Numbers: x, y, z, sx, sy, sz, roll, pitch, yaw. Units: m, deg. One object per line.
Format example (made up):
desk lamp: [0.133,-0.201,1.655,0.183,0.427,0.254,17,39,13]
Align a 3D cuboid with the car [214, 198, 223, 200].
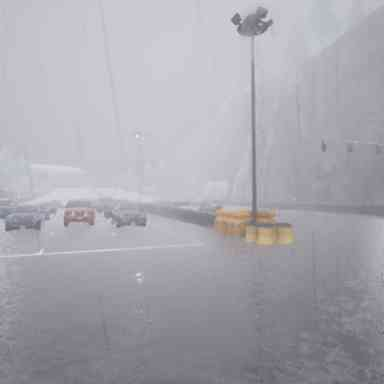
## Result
car: [4.612,1.889,62.394,1.882,1.535,5.008,0,0,-19]

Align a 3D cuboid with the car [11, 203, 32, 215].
car: [-22.376,2.164,43.813,1.895,1.301,4.718,0,0,-19]

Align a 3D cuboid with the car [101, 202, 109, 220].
car: [-7.789,2.021,33.756,1.895,1.301,4.718,0,0,-19]

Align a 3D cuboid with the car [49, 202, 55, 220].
car: [-14.514,1.964,31.775,1.837,1.490,4.892,0,0,-19]

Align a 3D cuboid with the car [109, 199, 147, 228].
car: [-4.817,1.679,25.271,2.097,1.767,4.553,0,0,-19]

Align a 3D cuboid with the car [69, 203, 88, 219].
car: [-12.294,1.999,36.079,1.812,1.442,4.674,0,0,-19]

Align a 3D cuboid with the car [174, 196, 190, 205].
car: [-2.098,1.723,71.063,2.097,1.767,4.553,0,0,-19]

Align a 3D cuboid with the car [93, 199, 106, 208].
car: [-16.579,2.006,59.409,1.882,1.535,5.008,0,0,-19]

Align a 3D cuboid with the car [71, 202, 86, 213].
car: [-15.740,2.127,46.040,1.895,1.301,4.718,0,0,-19]

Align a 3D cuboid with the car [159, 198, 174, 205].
car: [-5.414,1.938,69.946,1.994,1.385,4.181,0,0,-19]

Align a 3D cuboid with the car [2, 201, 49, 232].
car: [-11.588,1.720,23.423,2.097,1.767,4.553,0,0,-19]

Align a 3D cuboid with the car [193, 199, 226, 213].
car: [2.090,1.897,37.922,1.812,1.442,4.674,0,0,-19]

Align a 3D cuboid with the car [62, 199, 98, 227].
car: [-9.094,1.596,26.864,2.150,2.045,5.566,0,0,-19]

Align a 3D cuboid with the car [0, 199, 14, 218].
car: [-18.237,1.713,31.813,2.150,2.045,5.566,0,-1,-19]

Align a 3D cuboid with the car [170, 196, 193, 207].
car: [-2.000,1.926,60.097,1.882,1.535,5.008,0,0,-19]

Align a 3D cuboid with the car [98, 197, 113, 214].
car: [-11.390,1.715,44.168,2.150,2.045,5.566,0,0,-19]

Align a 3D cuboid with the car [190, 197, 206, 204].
car: [1.200,1.850,72.238,1.837,1.490,4.892,0,0,-19]

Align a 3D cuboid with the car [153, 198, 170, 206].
car: [-5.809,2.066,60.436,1.895,1.301,4.718,0,0,-19]

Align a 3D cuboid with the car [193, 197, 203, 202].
car: [1.171,1.955,61.637,1.812,1.442,4.674,0,0,-19]

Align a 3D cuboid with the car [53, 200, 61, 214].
car: [-18.210,2.014,42.462,1.882,1.535,5.008,0,0,-19]
